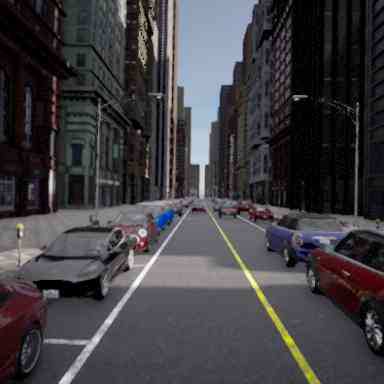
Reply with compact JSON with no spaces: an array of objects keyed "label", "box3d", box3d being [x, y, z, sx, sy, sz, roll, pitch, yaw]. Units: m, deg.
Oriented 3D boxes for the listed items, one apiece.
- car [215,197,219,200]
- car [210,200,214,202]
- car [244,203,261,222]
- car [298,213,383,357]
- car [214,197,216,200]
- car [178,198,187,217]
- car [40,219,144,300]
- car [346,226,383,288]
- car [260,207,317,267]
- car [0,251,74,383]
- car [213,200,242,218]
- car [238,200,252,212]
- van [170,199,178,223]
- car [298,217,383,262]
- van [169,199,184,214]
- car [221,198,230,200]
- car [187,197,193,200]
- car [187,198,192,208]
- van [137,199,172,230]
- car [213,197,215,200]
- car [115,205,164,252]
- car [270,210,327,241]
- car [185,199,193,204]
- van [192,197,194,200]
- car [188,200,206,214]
[{"label":"car","box3d":[7.462,2.508,81.637,1.967,1.590,4.097,1,-1,1]},{"label":"car","box3d":[3.965,2.202,47.788,1.895,1.301,4.718,1,-1,1]},{"label":"car","box3d":[6.355,2.008,30.925,1.887,1.381,4.507,1,-1,1]},{"label":"car","box3d":[3.739,1.488,6.352,2.097,1.767,4.553,0,0,4]},{"label":"car","box3d":[7.587,2.664,87.440,1.752,1.417,4.829,1,-1,1]},{"label":"car","box3d":[-2.039,1.668,36.734,2.192,1.841,5.009,1,-1,1]},{"label":"car","box3d":[-2.658,1.602,8.558,1.947,1.339,4.313,1,-1,1]},{"label":"car","box3d":[5.864,1.760,8.386,2.008,1.369,4.403,1,-1,1]},{"label":"car","box3d":[4.092,1.566,12.312,2.097,1.767,4.553,1,-1,1]},{"label":"car","box3d":[-2.781,1.556,2.923,1.802,1.307,4.206,1,-1,1]},{"label":"car","box3d":[3.735,1.955,35.832,2.128,1.511,4.902,1,-1,2]},{"label":"car","box3d":[6.605,1.908,42.196,2.192,1.841,5.009,1,-1,1]},{"label":"van","box3d":[-2.285,1.566,25.465,1.690,1.788,3.998,1,-1,1]},{"label":"car","box3d":[5.986,1.854,14.021,1.802,1.307,4.206,1,-1,1]},{"label":"van","box3d":[-1.917,1.760,42.368,1.690,1.788,3.998,1,-1,1]},{"label":"car","box3d":[7.096,2.389,64.902,1.752,1.417,4.829,1,-1,1]},{"label":"car","box3d":[-1.307,2.322,70.541,1.947,1.339,4.313,1,-1,1]},{"label":"car","box3d":[-1.552,2.164,59.272,1.887,1.381,4.507,1,-1,1]},{"label":"van","box3d":[-2.408,1.502,19.830,1.690,1.788,3.998,1,-1,1]},{"label":"car","box3d":[7.705,2.756,92.904,2.008,1.369,4.403,1,-1,1]},{"label":"car","box3d":[-2.533,1.538,14.194,1.967,1.590,4.097,1,-1,1]},{"label":"car","box3d":[6.110,1.886,19.656,2.008,1.369,4.403,1,-1,1]},{"label":"car","box3d":[-0.816,2.597,93.081,1.947,1.339,4.313,1,-1,1]},{"label":"van","box3d":[-1.058,2.234,81.814,1.690,1.788,3.998,1,-1,1]},{"label":"car","box3d":[0.854,2.082,42.876,1.895,1.301,4.718,1,-1,1]}]
